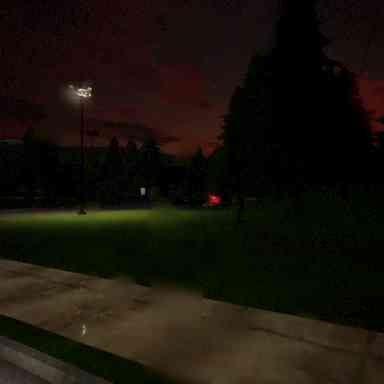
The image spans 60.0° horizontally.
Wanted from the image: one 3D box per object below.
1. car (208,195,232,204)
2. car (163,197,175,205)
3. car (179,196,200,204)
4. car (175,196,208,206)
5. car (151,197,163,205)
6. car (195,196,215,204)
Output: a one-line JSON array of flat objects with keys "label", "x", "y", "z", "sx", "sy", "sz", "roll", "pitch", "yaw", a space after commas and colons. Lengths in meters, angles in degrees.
[{"label": "car", "x": 5.478, "y": 1.221, "z": 62.402, "sx": 2.150, "sy": 2.045, "sz": 5.566, "roll": 0, "pitch": 0, "yaw": 33}, {"label": "car", "x": -2.431, "y": 1.564, "z": 56.564, "sx": 1.994, "sy": 1.385, "sz": 4.181, "roll": 0, "pitch": 0, "yaw": 34}, {"label": "car", "x": -0.403, "y": 1.526, "z": 66.198, "sx": 1.812, "sy": 1.442, "sz": 4.674, "roll": 0, "pitch": 0, "yaw": 33}, {"label": "car", "x": 0.011, "y": 1.491, "z": 53.914, "sx": 2.128, "sy": 1.511, "sz": 4.902, "roll": 0, "pitch": 0, "yaw": 34}, {"label": "car", "x": -5.361, "y": 1.564, "z": 58.478, "sx": 1.994, "sy": 1.385, "sz": 4.181, "roll": 0, "pitch": 0, "yaw": 34}, {"label": "car", "x": 2.529, "y": 1.526, "z": 64.288, "sx": 1.812, "sy": 1.442, "sz": 4.674, "roll": 0, "pitch": 0, "yaw": 33}]
